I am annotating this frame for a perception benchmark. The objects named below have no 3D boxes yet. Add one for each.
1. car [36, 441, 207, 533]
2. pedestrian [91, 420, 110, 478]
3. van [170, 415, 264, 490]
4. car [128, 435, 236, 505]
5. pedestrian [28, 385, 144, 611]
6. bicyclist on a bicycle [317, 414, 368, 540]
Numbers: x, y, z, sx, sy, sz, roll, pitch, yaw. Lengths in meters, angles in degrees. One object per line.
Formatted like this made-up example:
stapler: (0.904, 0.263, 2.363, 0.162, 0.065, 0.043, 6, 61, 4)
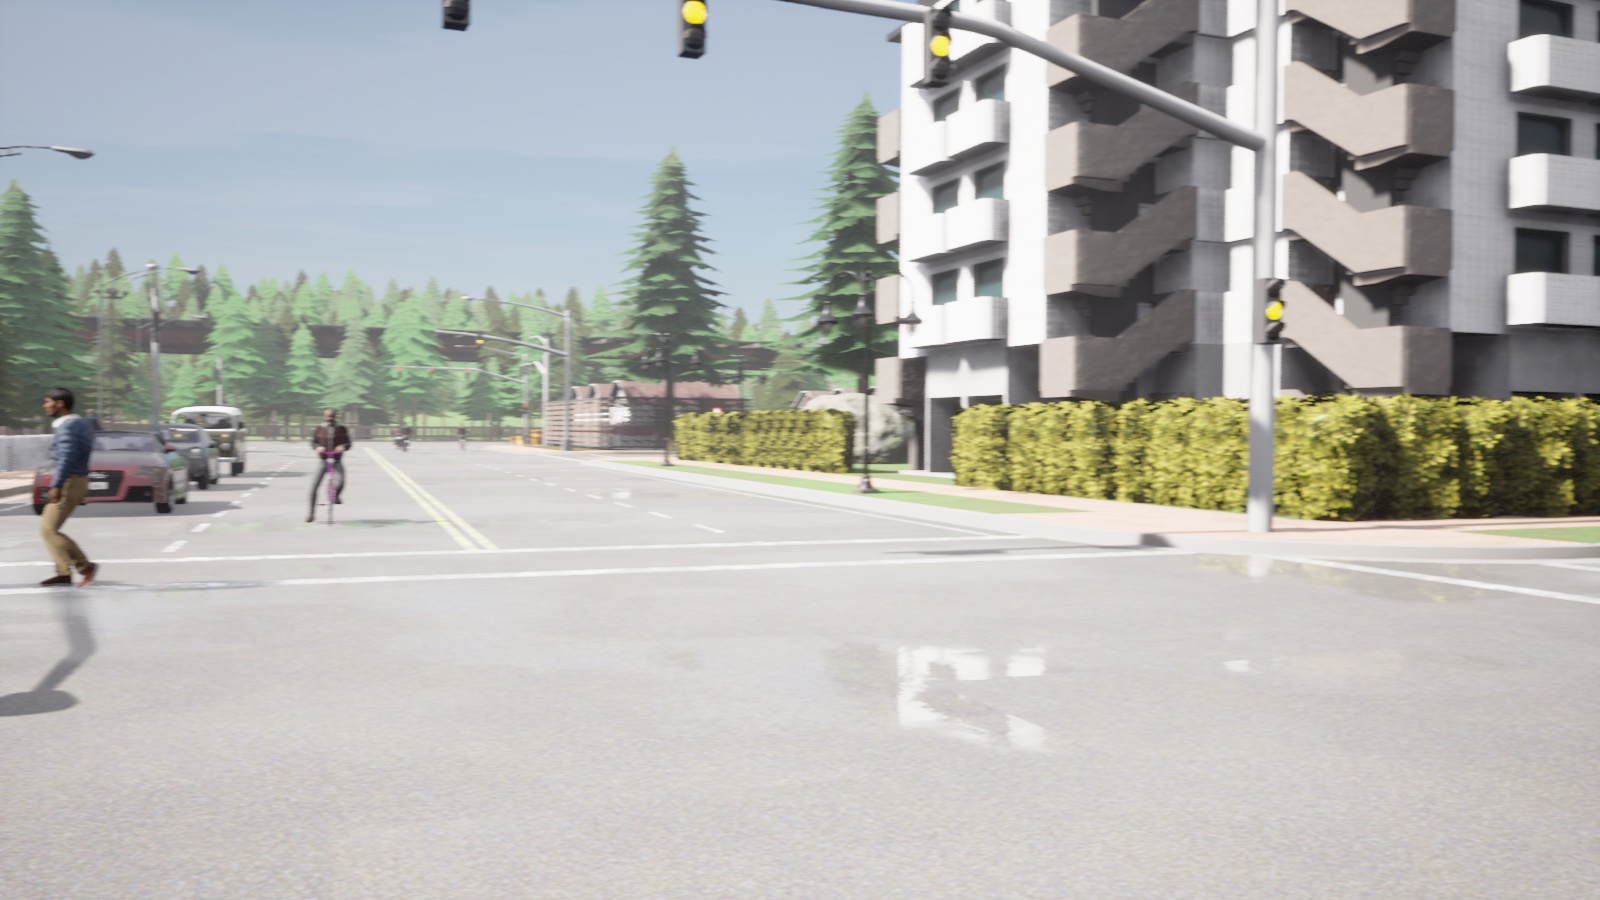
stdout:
car: (-11.654, 0.562, 21.857, 1.994, 1.385, 4.181, -1, 1, -20)
pedestrian: (-22.748, -0.033, 40.831, 0.402, 1.842, 0.726, -1, 1, -19)
van: (-17.121, 0.032, 37.076, 2.069, 2.038, 4.480, -1, 1, -20)
car: (-14.338, 0.419, 29.332, 1.845, 1.501, 3.633, -1, 1, -20)
pedestrian: (-6.305, 0.405, 11.111, 0.788, 1.949, 0.423, -1, 1, -18)
bicyclist on a bicycle: (-6.820, 0.368, 18.742, 0.659, 1.776, 1.843, -1, 1, -20)
